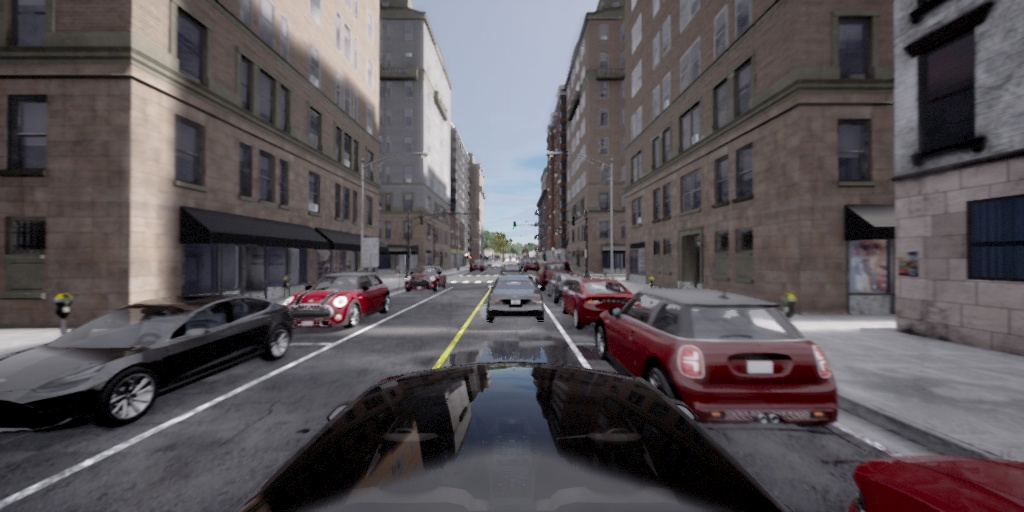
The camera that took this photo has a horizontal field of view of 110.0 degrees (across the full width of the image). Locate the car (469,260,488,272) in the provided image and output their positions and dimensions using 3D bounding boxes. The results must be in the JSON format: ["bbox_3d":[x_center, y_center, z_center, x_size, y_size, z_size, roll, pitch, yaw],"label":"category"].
[{"bbox_3d":[-5.408,1.470,55.351,2.192,1.841,5.009,0,0,0],"label":"car"}]

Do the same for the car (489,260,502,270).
[{"bbox_3d":[-2.764,1.751,64.805,1.812,1.442,4.674,0,0,1],"label":"car"}]

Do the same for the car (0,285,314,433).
[{"bbox_3d":[-5.386,1.347,5.746,1.948,1.339,4.313,0,0,0],"label":"car"}]

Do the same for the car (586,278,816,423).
[{"bbox_3d":[2.639,1.220,5.745,1.967,1.591,4.097,0,0,0],"label":"car"}]

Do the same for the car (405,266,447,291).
[{"bbox_3d":[-5.383,1.350,22.792,1.967,1.591,4.097,0,0,0],"label":"car"}]

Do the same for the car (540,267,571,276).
[{"bbox_3d":[2.641,1.417,17.109,2.007,1.370,4.403,0,0,0],"label":"car"}]

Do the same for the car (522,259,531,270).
[{"bbox_3d":[2.710,1.428,49.847,2.192,1.841,5.009,0,0,0],"label":"car"}]

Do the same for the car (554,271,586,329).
[{"bbox_3d":[2.640,1.369,11.427,1.888,1.381,4.507,0,0,0],"label":"car"}]

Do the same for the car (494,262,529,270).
[{"bbox_3d":[-0.132,1.447,28.802,2.128,1.511,4.902,0,0,-4],"label":"car"}]

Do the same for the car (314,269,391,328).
[{"bbox_3d":[-5.385,1.264,11.428,1.967,1.591,4.097,0,0,0],"label":"car"}]

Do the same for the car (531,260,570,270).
[{"bbox_3d":[2.642,1.224,22.791,2.192,1.841,5.009,0,0,0],"label":"car"}]

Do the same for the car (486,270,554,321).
[{"bbox_3d":[0.103,1.381,12.757,2.033,1.411,5.357,0,0,0],"label":"car"}]
